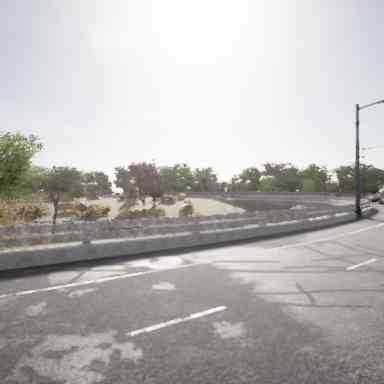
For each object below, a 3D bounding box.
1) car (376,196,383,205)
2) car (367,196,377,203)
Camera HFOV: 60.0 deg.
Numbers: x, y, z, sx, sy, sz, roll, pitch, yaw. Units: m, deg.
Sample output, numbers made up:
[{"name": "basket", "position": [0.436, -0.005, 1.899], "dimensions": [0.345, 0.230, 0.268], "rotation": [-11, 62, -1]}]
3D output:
[{"name": "car", "position": [35.906, 1.686, 61.022], "dimensions": [1.812, 1.442, 4.674], "rotation": [0, 0, 15]}, {"name": "car", "position": [38.192, 1.534, 69.733], "dimensions": [1.837, 1.490, 4.892], "rotation": [0, 0, 10]}]
